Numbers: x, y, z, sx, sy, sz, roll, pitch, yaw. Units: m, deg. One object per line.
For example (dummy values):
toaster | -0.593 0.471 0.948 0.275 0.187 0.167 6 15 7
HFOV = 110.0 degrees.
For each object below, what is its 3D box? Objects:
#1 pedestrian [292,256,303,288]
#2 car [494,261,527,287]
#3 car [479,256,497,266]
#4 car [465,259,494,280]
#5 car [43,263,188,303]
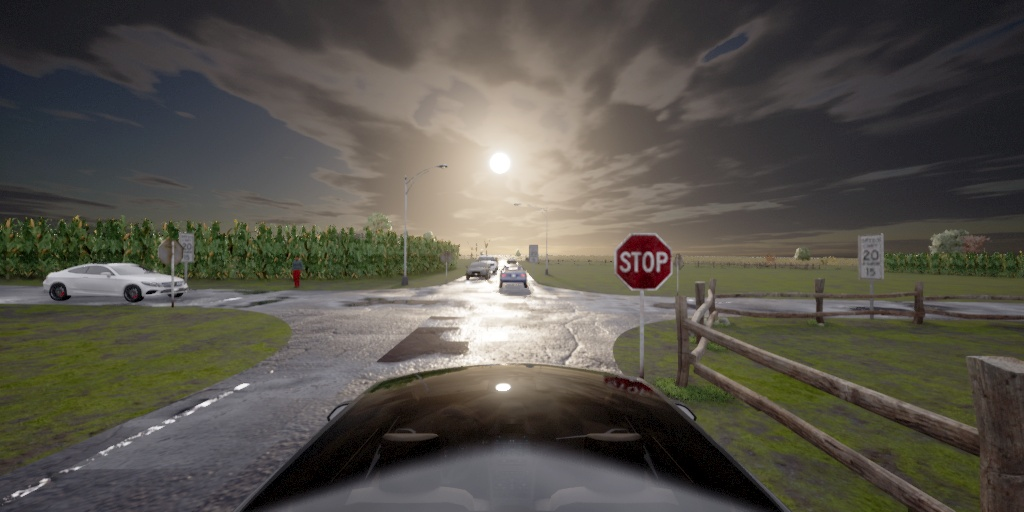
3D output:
pedestrian | -12.208 0.885 20.340 0.375 1.860 0.375 0 -2 0
car | 0.071 1.294 24.708 2.033 1.411 5.357 0 0 0
car | -2.927 0.971 41.616 2.150 2.045 5.566 0 0 0
car | -2.921 1.255 31.683 1.837 1.490 4.892 0 0 0
car | -15.718 1.008 14.310 4.674 1.442 1.812 1 -1 1
